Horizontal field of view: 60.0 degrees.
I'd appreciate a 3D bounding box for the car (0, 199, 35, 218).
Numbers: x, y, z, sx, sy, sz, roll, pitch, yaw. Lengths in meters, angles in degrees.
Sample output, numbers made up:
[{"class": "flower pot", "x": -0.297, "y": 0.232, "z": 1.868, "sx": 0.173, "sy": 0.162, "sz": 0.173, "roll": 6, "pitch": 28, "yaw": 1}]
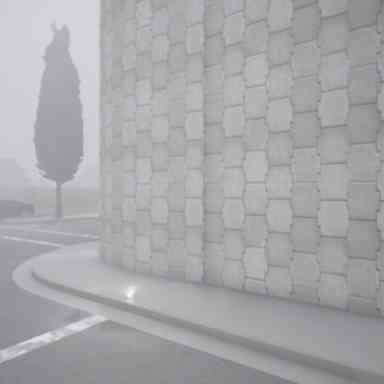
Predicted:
[{"class": "car", "x": -15.176, "y": 1.378, "z": 26.474, "sx": 1.882, "sy": 1.535, "sz": 5.008, "roll": 0, "pitch": 0, "yaw": 35}]
